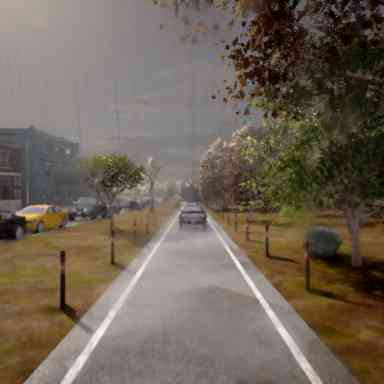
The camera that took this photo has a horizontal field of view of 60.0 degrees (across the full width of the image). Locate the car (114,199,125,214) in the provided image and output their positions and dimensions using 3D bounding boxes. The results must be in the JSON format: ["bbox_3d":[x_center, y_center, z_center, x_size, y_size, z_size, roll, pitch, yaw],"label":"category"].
[{"bbox_3d":[-9.091,1.781,36.339,2.002,1.452,4.674,0,-1,0],"label":"car"}]

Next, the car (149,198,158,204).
[{"bbox_3d":[-9.956,2.375,86.202,2.002,1.452,4.674,1,-2,-5],"label":"car"}]

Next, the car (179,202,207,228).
[{"bbox_3d":[0.076,1.683,23.532,2.128,1.511,4.902,0,-1,0],"label":"car"}]

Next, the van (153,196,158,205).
[{"bbox_3d":[-9.331,1.975,74.970,1.878,1.987,4.442,0,-2,-2],"label":"van"}]

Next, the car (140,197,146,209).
[{"bbox_3d":[-9.127,1.929,52.994,2.231,1.521,4.892,0,-2,-2],"label":"car"}]

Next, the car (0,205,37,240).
[{"bbox_3d":[-9.041,1.472,14.164,2.097,1.535,5.008,0,-1,2],"label":"car"}]

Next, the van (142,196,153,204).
[{"bbox_3d":[-9.155,1.853,65.020,1.878,1.987,4.442,0,-2,-3],"label":"van"}]

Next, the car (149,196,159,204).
[{"bbox_3d":[-10.485,2.146,91.742,2.435,2.045,5.566,1,-2,-9],"label":"car"}]

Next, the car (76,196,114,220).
[{"bbox_3d":[-9.075,1.420,29.598,2.435,2.045,5.566,0,-1,1],"label":"car"}]

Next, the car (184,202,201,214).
[{"bbox_3d":[0.059,1.919,40.527,1.994,1.385,4.181,0,-1,0],"label":"car"}]

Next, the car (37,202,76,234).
[{"bbox_3d":[-9.054,1.524,19.712,2.097,1.535,5.008,0,-1,2],"label":"car"}]

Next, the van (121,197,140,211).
[{"bbox_3d":[-9.120,1.654,47.312,1.878,1.987,4.442,0,-1,2],"label":"van"}]

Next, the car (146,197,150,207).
[{"bbox_3d":[-9.139,2.028,58.505,2.163,1.488,4.792,0,-2,-2],"label":"car"}]
